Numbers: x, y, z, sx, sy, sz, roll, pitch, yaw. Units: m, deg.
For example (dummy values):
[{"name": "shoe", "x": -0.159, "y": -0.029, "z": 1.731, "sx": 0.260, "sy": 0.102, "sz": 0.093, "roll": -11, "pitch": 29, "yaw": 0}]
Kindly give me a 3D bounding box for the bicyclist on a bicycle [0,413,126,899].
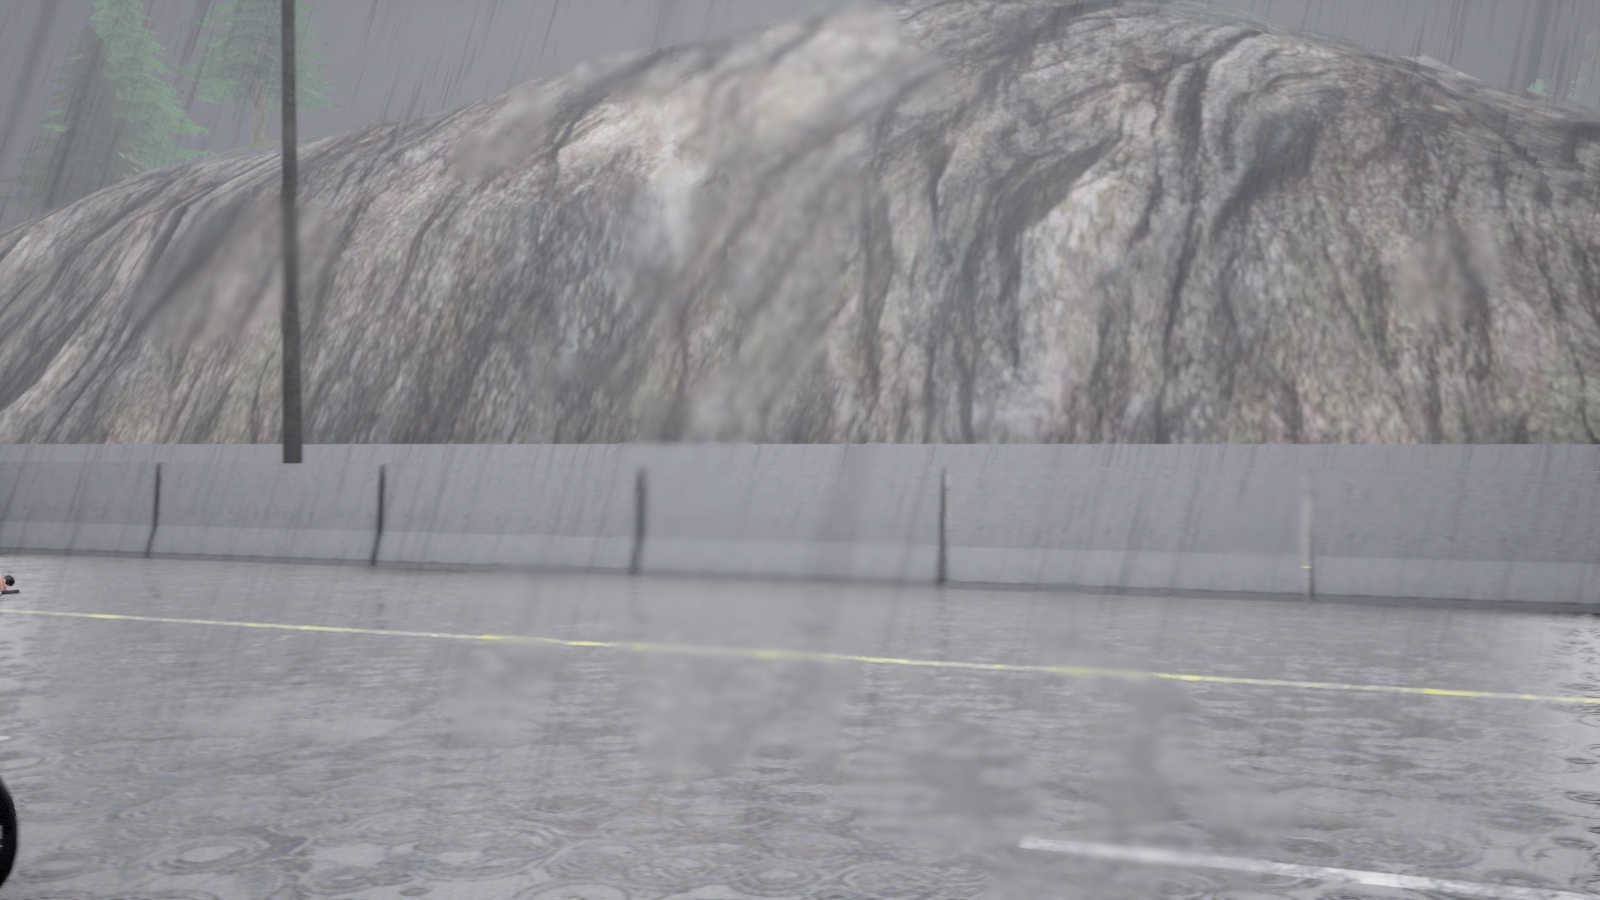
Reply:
[{"name": "bicyclist on a bicycle", "x": -3.254, "y": 0.682, "z": 4.299, "sx": 1.509, "sy": 1.612, "sz": 0.866, "roll": 1, "pitch": 1, "yaw": 19}]
